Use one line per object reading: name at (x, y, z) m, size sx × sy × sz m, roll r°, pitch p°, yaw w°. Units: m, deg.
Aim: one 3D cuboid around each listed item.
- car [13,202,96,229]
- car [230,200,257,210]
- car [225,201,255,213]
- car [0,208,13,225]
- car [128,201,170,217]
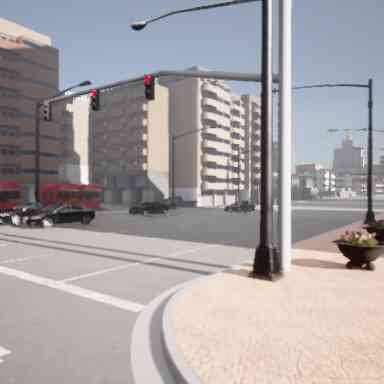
car at (-8.733, 1.524, 22.097) m, size 2.128 × 1.511 × 4.902 m, roll 0°, pitch 0°, yaw 35°
car at (8.065, 2.042, 51.985) m, size 2.033 × 1.411 × 5.357 m, roll 0°, pitch -1°, yaw 35°
car at (6.280, 1.938, 43.461) m, size 2.033 × 1.411 × 5.357 m, roll 0°, pitch -1°, yaw 35°
car at (-11.641, 1.510, 24.046) m, size 2.128 × 1.511 × 4.902 m, roll 0°, pitch 0°, yaw 35°
car at (-4.369, 1.656, 34.418) m, size 1.882 × 1.535 × 5.008 m, roll 0°, pitch -1°, yaw 35°
